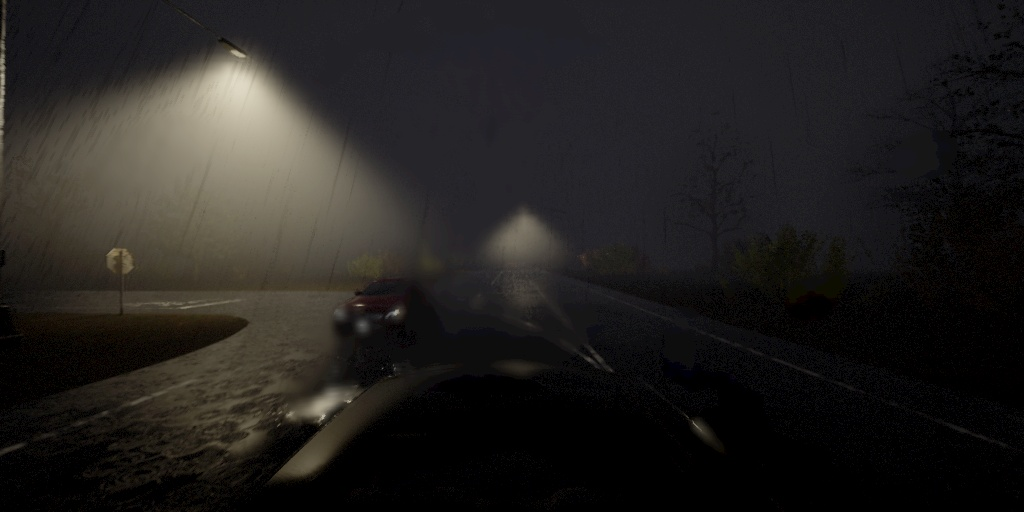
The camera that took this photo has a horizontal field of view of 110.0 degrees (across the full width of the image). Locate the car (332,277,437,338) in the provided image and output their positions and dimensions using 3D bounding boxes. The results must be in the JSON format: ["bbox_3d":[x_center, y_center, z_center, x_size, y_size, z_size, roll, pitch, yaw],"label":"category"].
[{"bbox_3d":[-3.491,1.380,10.730,1.812,1.442,4.674,0,0,0],"label":"car"}]
